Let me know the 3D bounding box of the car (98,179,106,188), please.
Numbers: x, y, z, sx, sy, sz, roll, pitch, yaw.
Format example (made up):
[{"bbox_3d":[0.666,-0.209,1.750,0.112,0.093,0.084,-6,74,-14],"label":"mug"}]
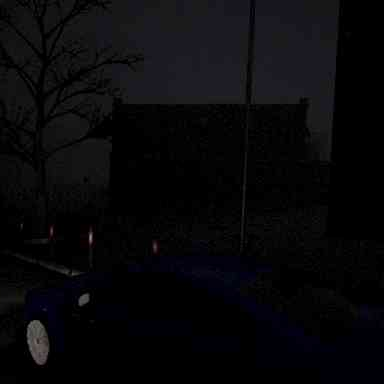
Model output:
[{"bbox_3d":[-22.932,-1.639,75.927,4.892,1.521,2.231,3,3,20],"label":"car"}]

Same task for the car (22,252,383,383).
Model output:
[{"bbox_3d":[-0.073,1.473,3.913,5.008,1.535,1.882,0,0,37],"label":"car"}]

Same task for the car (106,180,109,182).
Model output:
[{"bbox_3d":[-21.032,-2.046,81.093,5.566,2.045,2.435,3,3,20],"label":"car"}]

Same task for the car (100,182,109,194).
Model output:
[{"bbox_3d":[-13.114,-0.449,57.477,1.882,1.535,5.008,3,2,19],"label":"car"}]

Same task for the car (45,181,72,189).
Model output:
[{"bbox_3d":[-26.715,-1.484,65.558,4.553,1.767,2.185,3,2,20],"label":"car"}]

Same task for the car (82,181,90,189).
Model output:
[{"bbox_3d":[-24.837,-1.457,70.750,4.674,1.452,2.002,3,3,20],"label":"car"}]

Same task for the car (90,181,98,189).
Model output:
[{"bbox_3d":[-23.849,-1.691,73.319,4.553,1.767,2.185,3,3,20],"label":"car"}]

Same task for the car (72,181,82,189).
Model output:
[{"bbox_3d":[-25.798,-1.427,68.166,5.008,1.535,2.097,3,2,20],"label":"car"}]
